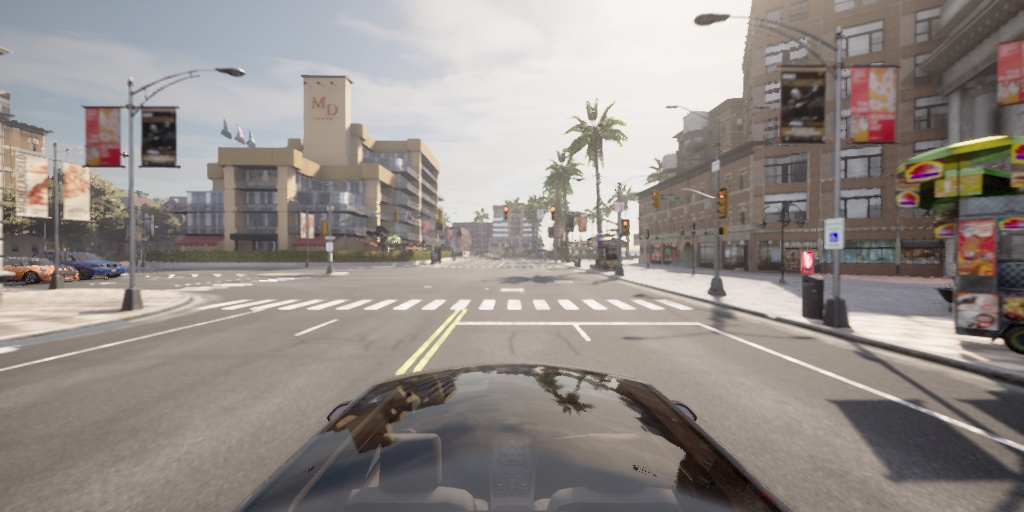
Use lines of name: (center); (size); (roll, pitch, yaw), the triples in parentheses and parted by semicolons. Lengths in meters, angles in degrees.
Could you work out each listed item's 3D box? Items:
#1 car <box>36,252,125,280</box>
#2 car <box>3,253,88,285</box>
car: (-32.242, 0.716, 26.525); (5.566, 2.045, 2.150); (0, 1, 0)
car: (-30.972, 0.885, 23.033); (4.553, 1.767, 2.097); (0, 1, 0)
